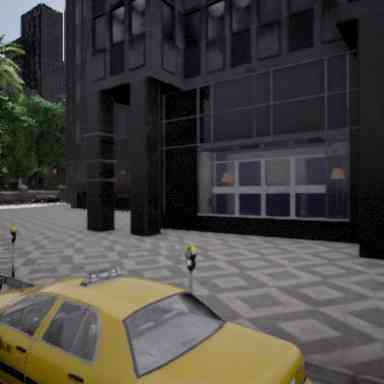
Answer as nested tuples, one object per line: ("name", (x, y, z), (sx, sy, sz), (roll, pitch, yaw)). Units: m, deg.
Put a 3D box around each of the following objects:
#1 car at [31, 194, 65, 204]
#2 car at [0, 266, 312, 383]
("car", (-22.117, 1.079, 51.350), (1.882, 1.535, 5.008), (0, 1, 36))
("car", (-1.206, 1.546, 3.825), (4.829, 1.417, 1.752), (0, 0, 36))
